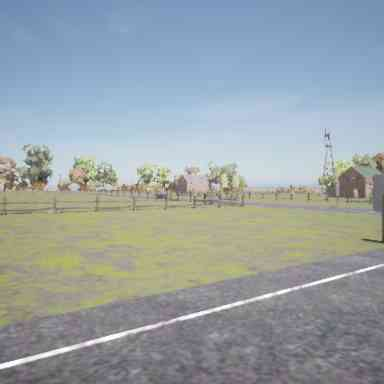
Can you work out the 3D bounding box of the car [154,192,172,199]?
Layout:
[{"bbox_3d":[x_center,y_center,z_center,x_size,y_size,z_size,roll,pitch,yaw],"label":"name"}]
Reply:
[{"bbox_3d":[-5.764,0.668,65.538,1.812,1.442,4.674,-1,2,-35],"label":"car"}]
